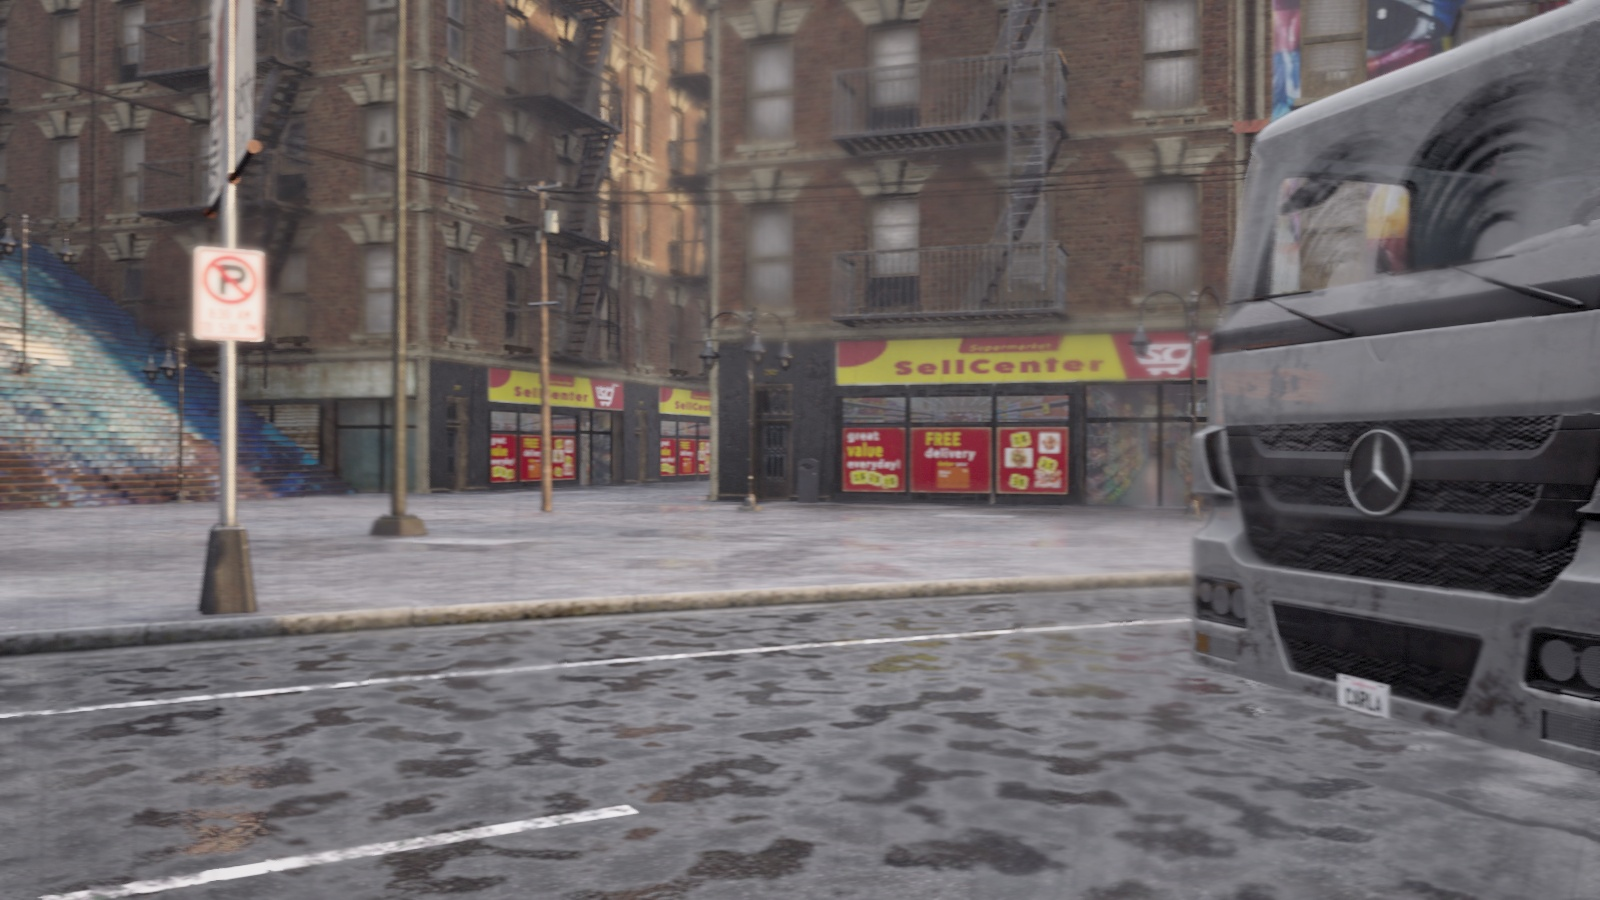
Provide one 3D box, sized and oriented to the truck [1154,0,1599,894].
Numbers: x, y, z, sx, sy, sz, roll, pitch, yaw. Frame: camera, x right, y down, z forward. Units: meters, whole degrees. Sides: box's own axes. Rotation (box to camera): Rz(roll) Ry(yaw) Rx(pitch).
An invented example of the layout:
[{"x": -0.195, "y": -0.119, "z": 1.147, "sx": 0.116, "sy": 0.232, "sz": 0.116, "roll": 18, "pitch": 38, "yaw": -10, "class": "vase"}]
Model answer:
[{"x": 6.113, "y": -0.237, "z": 6.538, "sx": 7.936, "sy": 3.462, "sz": 2.891, "roll": 0, "pitch": 0, "yaw": -18, "class": "truck"}]
